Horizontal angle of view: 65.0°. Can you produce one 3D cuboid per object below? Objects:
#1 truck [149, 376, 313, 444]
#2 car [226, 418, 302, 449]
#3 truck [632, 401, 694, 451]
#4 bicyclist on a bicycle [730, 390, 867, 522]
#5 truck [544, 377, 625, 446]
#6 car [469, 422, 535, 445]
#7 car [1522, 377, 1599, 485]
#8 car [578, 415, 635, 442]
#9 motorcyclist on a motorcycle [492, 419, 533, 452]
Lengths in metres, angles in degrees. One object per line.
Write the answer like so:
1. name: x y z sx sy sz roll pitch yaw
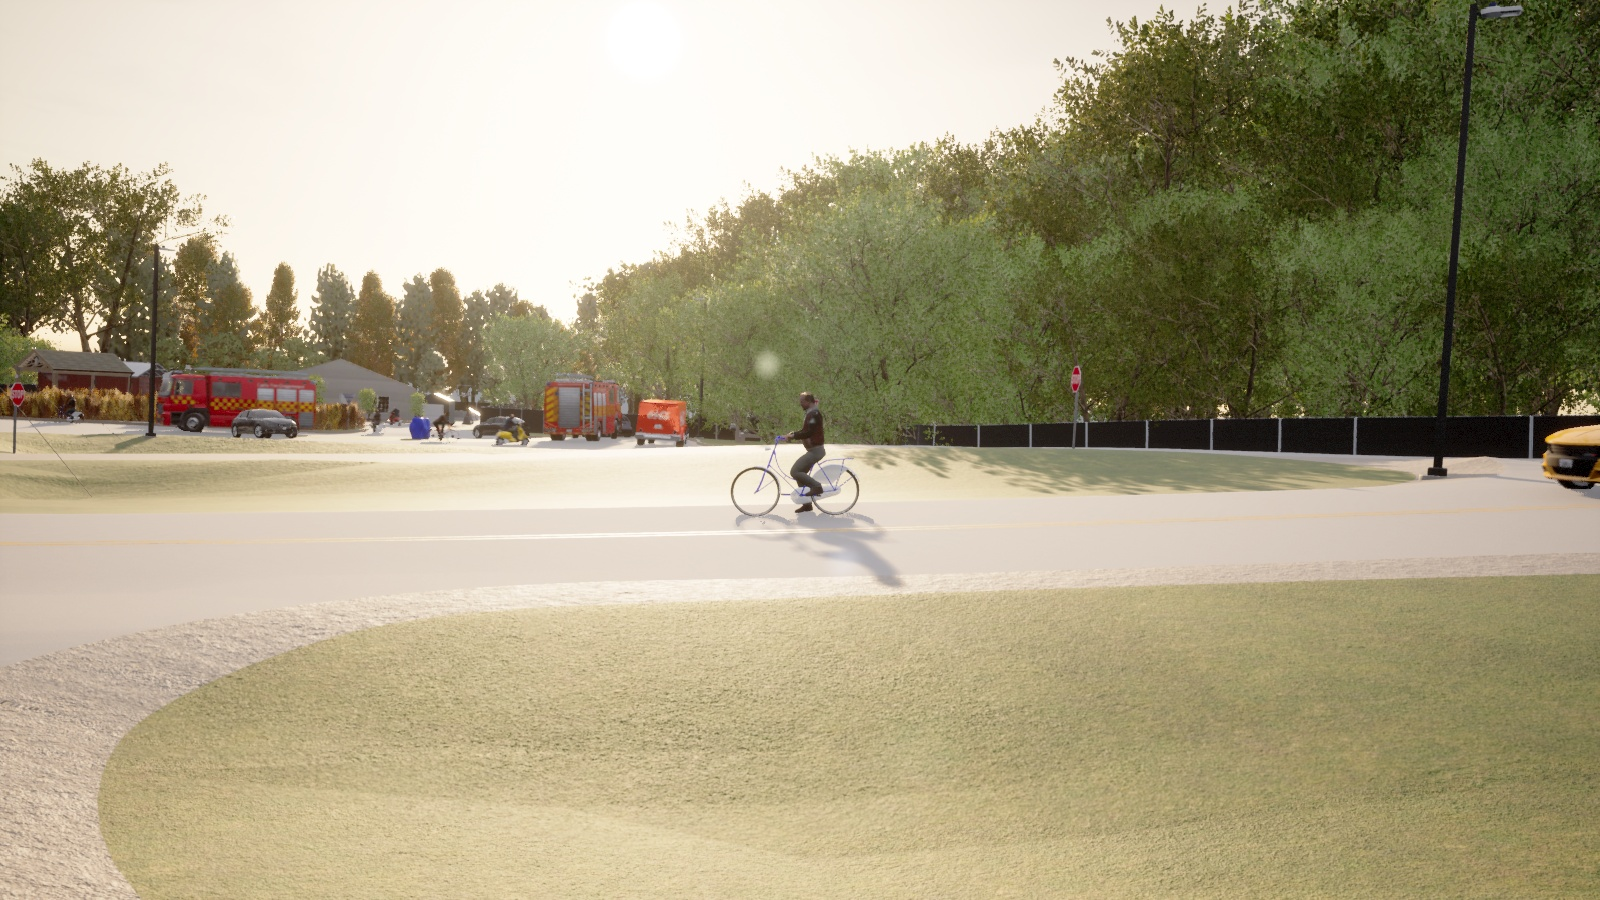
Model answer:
1. truck: -33.778 -2.307 74.761 8.468 3.827 2.891 0 2 -36
2. car: -27.784 -0.845 65.066 4.892 1.490 1.837 0 1 44
3. truck: -7.451 -1.350 69.014 2.627 2.467 5.204 3 3 1
4. bicyclist on a bicycle: -0.028 0.070 17.746 1.843 1.776 0.659 -2 3 -6
5. truck: -12.630 -2.293 74.398 2.891 3.827 8.468 0 2 3
6. car: -19.973 -1.108 83.950 4.892 1.490 1.837 1 1 42
7. car: 13.941 -0.393 19.127 5.008 1.535 1.882 -3 3 -8
8. car: -12.687 -1.384 82.300 1.851 1.617 3.988 -1 -1 -40
9. motorcyclist on a motorcycle: -14.252 -0.727 62.238 1.817 1.590 0.866 -1 3 -33
